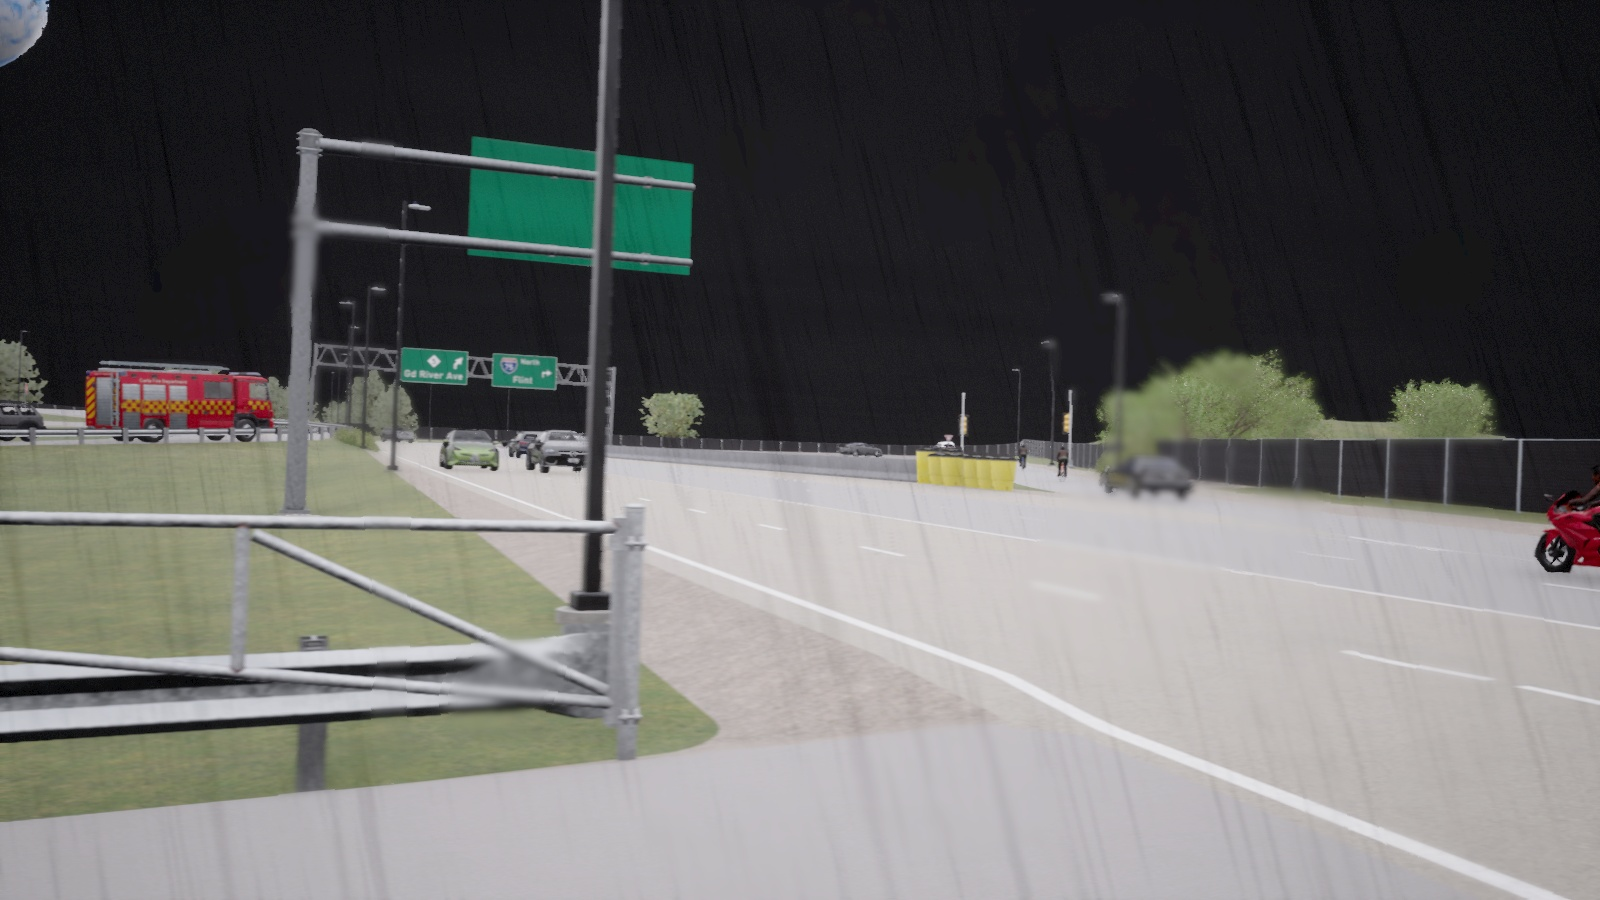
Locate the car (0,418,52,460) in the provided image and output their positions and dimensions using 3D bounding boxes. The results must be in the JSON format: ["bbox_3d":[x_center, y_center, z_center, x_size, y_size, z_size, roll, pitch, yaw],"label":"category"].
[{"bbox_3d":[-36.903,-0.483,57.079,1.932,1.855,4.605,0,2,28],"label":"car"}]

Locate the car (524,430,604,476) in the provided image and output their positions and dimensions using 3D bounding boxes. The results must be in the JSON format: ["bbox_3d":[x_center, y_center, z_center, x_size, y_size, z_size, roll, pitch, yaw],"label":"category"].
[{"bbox_3d":[-9.187,0.098,48.625,2.152,1.651,5.027,1,0,-21],"label":"car"}]

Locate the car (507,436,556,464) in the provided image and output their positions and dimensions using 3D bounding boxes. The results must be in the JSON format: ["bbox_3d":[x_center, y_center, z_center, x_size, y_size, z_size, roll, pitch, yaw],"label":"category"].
[{"bbox_3d":[-16.737,-0.029,78.099,2.242,1.667,4.611,1,0,-21],"label":"car"}]

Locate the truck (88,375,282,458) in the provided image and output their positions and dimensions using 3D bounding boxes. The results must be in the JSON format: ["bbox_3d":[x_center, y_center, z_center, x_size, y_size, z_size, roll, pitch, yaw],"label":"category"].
[{"bbox_3d":[-30.432,-1.675,62.640,2.891,3.827,8.468,1,2,30],"label":"truck"}]

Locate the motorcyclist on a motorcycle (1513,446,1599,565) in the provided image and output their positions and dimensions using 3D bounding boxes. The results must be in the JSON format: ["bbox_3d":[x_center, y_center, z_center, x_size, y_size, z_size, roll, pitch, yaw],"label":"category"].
[{"bbox_3d":[10.551,0.722,16.432,0.797,1.523,2.044,1,0,-22],"label":"motorcyclist on a motorcycle"}]

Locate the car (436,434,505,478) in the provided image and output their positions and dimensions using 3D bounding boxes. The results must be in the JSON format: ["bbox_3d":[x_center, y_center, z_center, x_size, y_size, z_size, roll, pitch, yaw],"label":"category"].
[{"bbox_3d":[-12.476,0.203,47.418,2.007,1.525,4.514,1,0,-21],"label":"car"}]

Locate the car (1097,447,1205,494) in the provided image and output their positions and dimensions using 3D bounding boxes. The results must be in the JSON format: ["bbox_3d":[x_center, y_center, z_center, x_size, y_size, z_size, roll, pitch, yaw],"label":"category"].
[{"bbox_3d":[11.743,0.648,42.441,2.033,1.411,5.357,1,0,-1],"label":"car"}]
